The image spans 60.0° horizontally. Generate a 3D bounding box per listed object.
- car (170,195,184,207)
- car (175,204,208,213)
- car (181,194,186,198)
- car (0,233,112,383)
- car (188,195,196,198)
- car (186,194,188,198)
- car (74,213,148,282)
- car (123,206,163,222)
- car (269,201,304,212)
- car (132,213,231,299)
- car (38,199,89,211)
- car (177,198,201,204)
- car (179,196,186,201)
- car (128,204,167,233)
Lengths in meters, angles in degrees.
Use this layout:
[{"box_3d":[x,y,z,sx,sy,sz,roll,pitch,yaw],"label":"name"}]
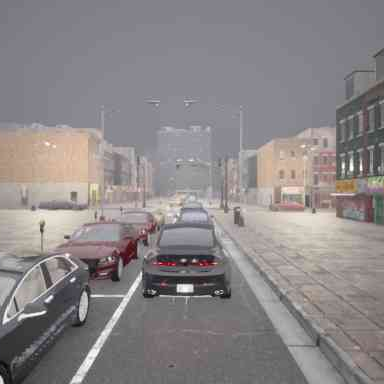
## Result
[{"box_3d":[-2.599,1.609,52.606,1.752,1.417,4.829,0,0,0],"label":"car"},{"box_3d":[0.104,1.536,15.928,1.812,1.442,4.674,0,0,0],"label":"car"},{"box_3d":[-2.594,1.414,58.220,2.192,1.841,5.009,0,0,0],"label":"car"},{"box_3d":[-2.630,1.552,4.336,2.008,1.369,4.403,0,0,0],"label":"car"},{"box_3d":[0.057,1.713,83.450,1.812,1.442,4.674,0,0,0],"label":"car"},{"box_3d":[-2.581,1.699,79.825,1.752,1.417,4.829,0,0,0],"label":"car"},{"box_3d":[-2.626,1.549,9.830,1.887,1.381,4.507,0,0,0],"label":"car"},{"box_3d":[-2.623,1.554,15.325,1.887,1.381,4.507,0,0,0],"label":"car"},{"box_3d":[11.601,1.762,41.001,4.181,1.385,1.994,1,0,1],"label":"car"},{"box_3d":[-0.071,1.508,8.484,1.837,1.490,4.892,0,0,1],"label":"car"},{"box_3d":[-14.627,1.490,37.948,5.357,1.411,2.033,0,0,2],"label":"car"},{"box_3d":[0.041,1.502,26.197,1.882,1.535,5.008,0,0,0],"label":"car"},{"box_3d":[-2.573,1.762,90.884,1.887,1.381,4.507,0,0,0],"label":"car"},{"box_3d":[-2.619,1.541,20.648,1.752,1.417,4.829,0,0,0],"label":"car"}]
